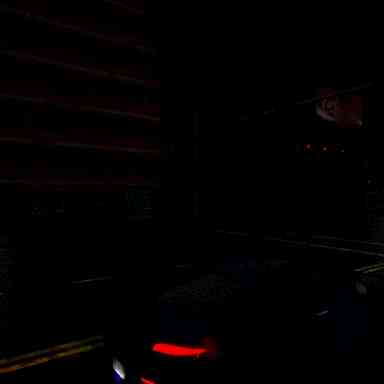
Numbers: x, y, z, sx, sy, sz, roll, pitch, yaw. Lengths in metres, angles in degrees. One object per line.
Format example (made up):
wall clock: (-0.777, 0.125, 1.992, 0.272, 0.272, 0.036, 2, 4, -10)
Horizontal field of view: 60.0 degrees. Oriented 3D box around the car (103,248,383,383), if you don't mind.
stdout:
car: (1.162, 1.526, 4.570, 4.674, 1.442, 1.812, 0, 0, -36)
